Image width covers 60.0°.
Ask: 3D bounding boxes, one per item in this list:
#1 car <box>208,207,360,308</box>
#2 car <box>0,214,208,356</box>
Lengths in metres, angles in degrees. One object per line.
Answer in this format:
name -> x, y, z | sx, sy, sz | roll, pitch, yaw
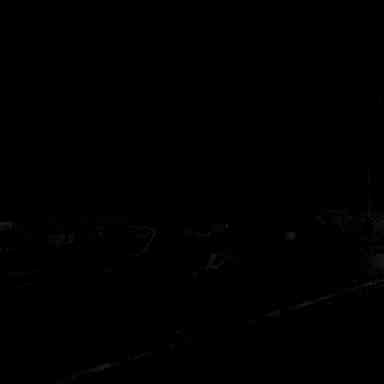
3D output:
car -> 2.102, 1.339, 8.146 | 5.009, 1.841, 2.192 | 0, 0, -36
car -> -2.464, 1.318, 4.889 | 5.009, 1.841, 2.192 | 0, 0, -36
